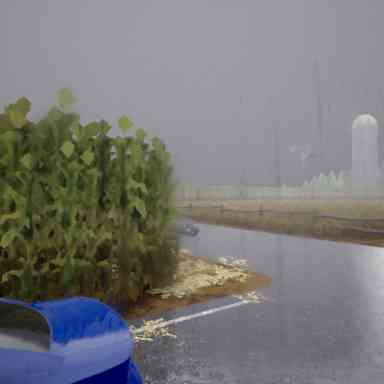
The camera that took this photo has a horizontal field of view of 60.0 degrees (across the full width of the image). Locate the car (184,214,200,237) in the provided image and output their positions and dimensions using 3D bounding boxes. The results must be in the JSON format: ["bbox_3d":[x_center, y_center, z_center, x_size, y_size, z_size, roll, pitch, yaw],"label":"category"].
[{"bbox_3d":[-1.505,1.529,17.320,1.812,1.442,4.674,0,0,-35],"label":"car"}]

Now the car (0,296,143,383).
[{"bbox_3d":[-2.722,1.478,1.745,5.008,1.535,1.882,-1,0,-34],"label":"car"}]
